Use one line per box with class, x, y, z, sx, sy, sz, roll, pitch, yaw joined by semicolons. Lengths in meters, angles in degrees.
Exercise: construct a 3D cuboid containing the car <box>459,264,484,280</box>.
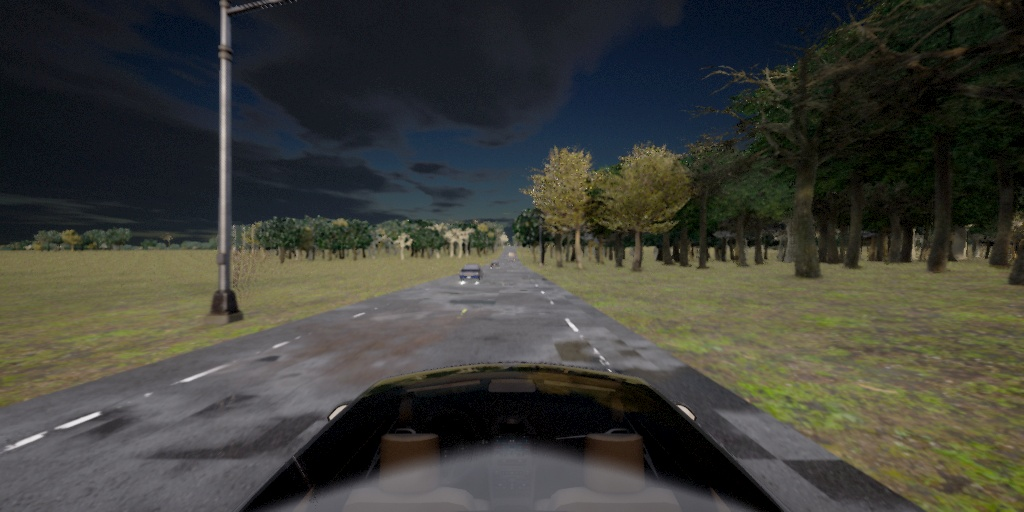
car;-3.613;1.420;32.669;2.033;1.411;5.357;0;0;0
